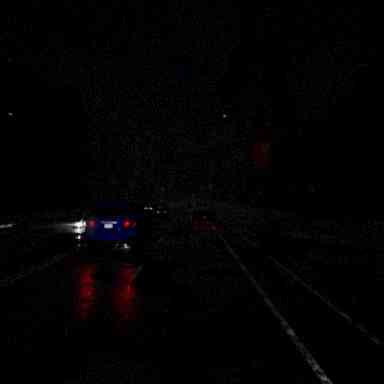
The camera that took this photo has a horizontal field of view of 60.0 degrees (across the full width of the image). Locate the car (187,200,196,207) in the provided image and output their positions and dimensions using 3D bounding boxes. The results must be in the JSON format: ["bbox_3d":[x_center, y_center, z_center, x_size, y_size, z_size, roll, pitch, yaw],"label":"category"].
[{"bbox_3d":[-0.017,2.685,80.053,2.128,1.511,4.902,0,-1,0],"label":"car"}]

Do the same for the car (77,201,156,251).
[{"bbox_3d":[-3.155,1.417,15.250,2.150,2.045,5.566,0,-1,0],"label":"car"}]

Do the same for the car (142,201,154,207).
[{"bbox_3d":[-9.767,2.679,74.160,1.994,1.385,4.181,0,-1,0],"label":"car"}]

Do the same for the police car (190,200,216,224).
[{"bbox_3d":[0.969,1.801,28.322,1.930,1.638,5.238,0,-1,0],"label":"police car"}]

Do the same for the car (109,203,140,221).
[{"bbox_3d":[-6.602,1.932,33.050,2.128,1.511,4.902,0,-1,0],"label":"car"}]

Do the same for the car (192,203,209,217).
[{"bbox_3d":[0.967,2.044,38.211,1.812,1.442,4.674,0,-1,0],"label":"car"}]

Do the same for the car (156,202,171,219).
[{"bbox_3d":[-3.159,2.001,33.949,2.033,1.411,5.357,0,-1,0],"label":"car"}]

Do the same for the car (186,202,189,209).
[{"bbox_3d":[-0.013,2.498,62.997,1.812,1.442,4.674,0,-1,0],"label":"car"}]

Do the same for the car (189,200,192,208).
[{"bbox_3d":[0.965,1.972,44.185,2.097,1.767,4.553,0,-1,0],"label":"car"}]
